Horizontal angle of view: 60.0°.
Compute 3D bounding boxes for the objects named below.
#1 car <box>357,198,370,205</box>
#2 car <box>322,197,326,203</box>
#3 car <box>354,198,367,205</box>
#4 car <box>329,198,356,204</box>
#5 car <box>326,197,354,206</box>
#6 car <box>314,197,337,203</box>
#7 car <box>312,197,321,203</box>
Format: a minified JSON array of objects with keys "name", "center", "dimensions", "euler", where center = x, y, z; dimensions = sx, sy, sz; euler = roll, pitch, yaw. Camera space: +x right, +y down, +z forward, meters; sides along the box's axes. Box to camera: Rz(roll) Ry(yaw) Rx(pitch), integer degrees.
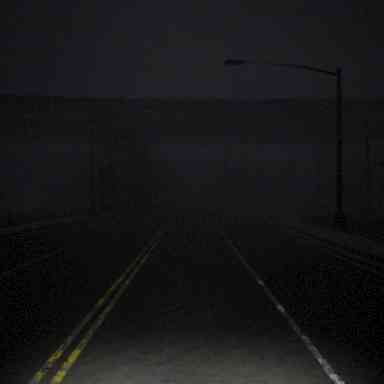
[{"name":"car","center":[32.359,1.690,62.547],"dimensions":[1.853,1.218,4.536],"euler":[0,0,31]},{"name":"car","center":[33.779,1.828,84.226],"dimensions":[1.853,1.218,4.536],"euler":[0,0,-34]},{"name":"car","center":[32.332,1.848,62.501],"dimensions":[2.038,1.542,4.974],"euler":[0,0,31]},{"name":"car","center":[29.267,1.704,64.712],"dimensions":[1.853,1.218,4.536],"euler":[0,0,-29]},{"name":"car","center":[29.293,1.862,64.665],"dimensions":[2.038,1.542,4.974],"euler":[0,0,-29]},{"name":"car","center":[33.750,1.986,84.268],"dimensions":[2.038,1.542,4.974],"euler":[0,0,-34]},{"name":"car","center":[29.702,1.824,83.492],"dimensions":[4.536,1.218,1.853],"euler":[0,0,-39]}]
